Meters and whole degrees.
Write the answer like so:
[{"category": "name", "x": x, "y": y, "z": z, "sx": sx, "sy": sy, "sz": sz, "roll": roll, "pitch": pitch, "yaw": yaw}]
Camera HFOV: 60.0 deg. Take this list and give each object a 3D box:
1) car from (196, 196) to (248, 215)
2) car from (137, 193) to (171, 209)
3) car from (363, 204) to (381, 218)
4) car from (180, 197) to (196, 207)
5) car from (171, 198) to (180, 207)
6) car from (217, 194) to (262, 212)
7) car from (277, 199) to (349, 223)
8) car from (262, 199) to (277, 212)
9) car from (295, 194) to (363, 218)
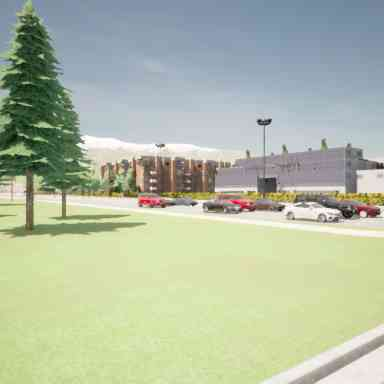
[{"category": "car", "x": 3.001, "y": 1.492, "z": 34.605, "sx": 2.128, "sy": 1.511, "sz": 4.902, "roll": 0, "pitch": 0, "yaw": -36}, {"category": "car", "x": -5.666, "y": 1.222, "z": 46.525, "sx": 2.150, "sy": 2.045, "sz": 5.566, "roll": 0, "pitch": 0, "yaw": -36}, {"category": "car", "x": 14.605, "y": 1.478, "z": 30.598, "sx": 1.882, "sy": 1.535, "sz": 5.008, "roll": 0, "pitch": 0, "yaw": -36}, {"category": "car", "x": -1.170, "y": 1.548, "z": 52.279, "sx": 2.033, "sy": 1.411, "sz": 5.357, "roll": 0, "pitch": 0, "yaw": -36}, {"category": "car", "x": -4.609, "y": 1.548, "z": 51.072, "sx": 2.033, "sy": 1.411, "sz": 5.357, "roll": 0, "pitch": 0, "yaw": -35}, {"category": "car", "x": 4.845, "y": 1.224, "z": 38.008, "sx": 2.150, "sy": 2.045, "sz": 5.566, "roll": 0, "pitch": 0, "yaw": -36}, {"category": "car", "x": 9.319, "y": 1.526, "z": 26.006, "sx": 1.812, "sy": 1.442, "sz": 4.674, "roll": 0, "pitch": 0, "yaw": -35}, {"category": "car", "x": 8.518, "y": 1.547, "z": 38.914, "sx": 2.033, "sy": 1.411, "sz": 5.357, "roll": 0, "pitch": 0, "yaw": -36}, {"category": "car", "x": 11.415, "y": 1.221, "z": 29.029, "sx": 2.150, "sy": 2.045, "sz": 5.566, "roll": 0, "pitch": 0, "yaw": -36}]
